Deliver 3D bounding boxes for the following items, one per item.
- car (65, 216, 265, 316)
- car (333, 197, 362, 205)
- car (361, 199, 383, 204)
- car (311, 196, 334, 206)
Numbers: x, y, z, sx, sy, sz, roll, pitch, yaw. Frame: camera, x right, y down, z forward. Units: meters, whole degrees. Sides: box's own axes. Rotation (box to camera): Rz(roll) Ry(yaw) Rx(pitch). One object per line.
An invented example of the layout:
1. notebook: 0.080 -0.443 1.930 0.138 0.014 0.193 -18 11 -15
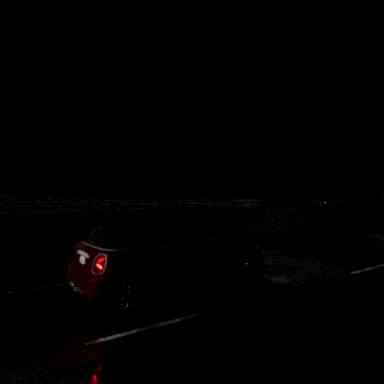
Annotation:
1. car: -0.419 1.350 7.747 4.553 1.767 2.097 0 0 -36
2. car: 18.992 1.532 38.919 4.892 1.490 1.837 0 0 -36
3. car: 21.025 1.552 36.070 5.357 1.411 2.033 0 0 -36
4. car: 16.984 1.356 41.786 4.553 1.767 2.097 0 0 -36
